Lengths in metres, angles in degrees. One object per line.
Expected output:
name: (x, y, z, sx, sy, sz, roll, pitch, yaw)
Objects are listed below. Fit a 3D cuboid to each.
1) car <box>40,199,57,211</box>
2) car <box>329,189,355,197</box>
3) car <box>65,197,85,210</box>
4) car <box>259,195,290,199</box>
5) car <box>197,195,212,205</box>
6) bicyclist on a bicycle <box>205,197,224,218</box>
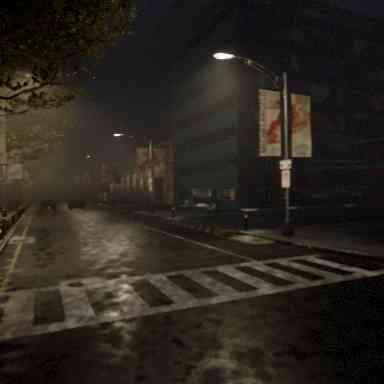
car: (-19.285, 1.740, 44.690, 1.837, 1.490, 4.892, -1, 1, -24)
car: (29.386, 0.374, 65.322, 2.435, 2.045, 5.566, -1, 0, -25)
car: (-16.005, 1.651, 46.027, 1.882, 1.535, 5.008, -1, 0, -25)
car: (11.028, 1.033, 43.034, 2.002, 1.452, 4.674, -1, 0, -25)
car: (2.206, 1.258, 52.409, 2.161, 1.482, 4.786, -1, 0, -25)
bicyclist on a bicycle: (1.742, 1.212, 25.890, 1.656, 1.620, 0.582, -1, 0, -25)
